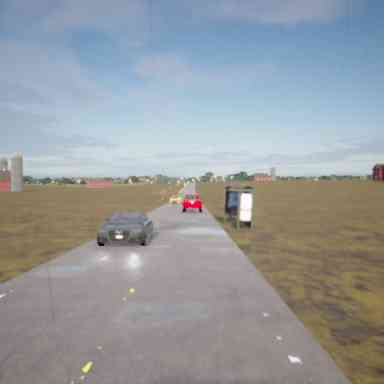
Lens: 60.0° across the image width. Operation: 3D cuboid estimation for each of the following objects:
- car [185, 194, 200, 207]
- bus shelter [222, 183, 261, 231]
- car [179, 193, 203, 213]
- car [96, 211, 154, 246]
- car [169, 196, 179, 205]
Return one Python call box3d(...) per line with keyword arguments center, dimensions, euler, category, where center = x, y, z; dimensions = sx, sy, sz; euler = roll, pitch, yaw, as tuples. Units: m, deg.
box3d(center=(0.018, 1.257, 48.763), dimensions=(2.097, 1.767, 4.553), euler=(0, 0, 0), category="car")
box3d(center=(3.181, 0.861, 22.081), dimensions=(1.920, 2.740, 3.880), euler=(2, 2, 0), category="bus shelter")
box3d(center=(0.055, 1.174, 37.128), dimensions=(2.150, 2.045, 5.566), euler=(0, 0, 1), category="car")
box3d(center=(-2.846, 1.553, 14.933), dimensions=(1.994, 1.385, 4.181), euler=(0, 0, 0), category="car")
box3d(center=(-2.799, 1.342, 56.295), dimensions=(1.882, 1.535, 5.008), euler=(0, 0, 0), category="car")
